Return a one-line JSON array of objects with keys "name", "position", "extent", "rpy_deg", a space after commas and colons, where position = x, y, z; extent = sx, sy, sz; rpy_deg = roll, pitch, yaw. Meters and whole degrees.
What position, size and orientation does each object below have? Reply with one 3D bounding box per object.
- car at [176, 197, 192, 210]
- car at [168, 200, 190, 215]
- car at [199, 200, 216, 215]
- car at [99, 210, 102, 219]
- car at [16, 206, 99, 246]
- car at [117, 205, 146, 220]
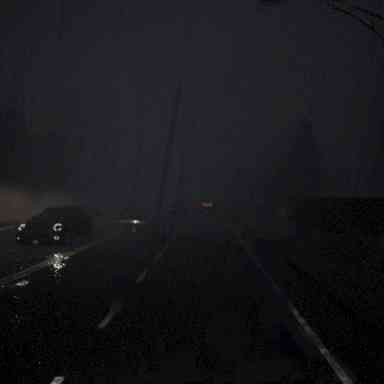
[{"name": "car", "position": [-1.238, 1.722, 48.747], "extent": [2.150, 2.045, 5.566], "rpy_deg": [0, -1, 3]}, {"name": "car", "position": [-1.677, 1.962, 38.786], "extent": [1.994, 1.385, 4.181], "rpy_deg": [0, -1, 3]}, {"name": "car", "position": [1.878, 2.013, 39.779], "extent": [1.895, 1.301, 4.718], "rpy_deg": [0, -1, 3]}, {"name": "car", "position": [-9.323, 1.885, 28.446], "extent": [1.895, 1.301, 4.718], "rpy_deg": [0, -1, 3]}, {"name": "car", "position": [-6.394, 1.511, 16.054], "extent": [2.097, 1.767, 4.553], "rpy_deg": [0, -1, 3]}, {"name": "car", "position": [-5.651, 1.885, 31.597], "extent": [1.994, 1.385, 4.181], "rpy_deg": [0, -1, 3]}]
